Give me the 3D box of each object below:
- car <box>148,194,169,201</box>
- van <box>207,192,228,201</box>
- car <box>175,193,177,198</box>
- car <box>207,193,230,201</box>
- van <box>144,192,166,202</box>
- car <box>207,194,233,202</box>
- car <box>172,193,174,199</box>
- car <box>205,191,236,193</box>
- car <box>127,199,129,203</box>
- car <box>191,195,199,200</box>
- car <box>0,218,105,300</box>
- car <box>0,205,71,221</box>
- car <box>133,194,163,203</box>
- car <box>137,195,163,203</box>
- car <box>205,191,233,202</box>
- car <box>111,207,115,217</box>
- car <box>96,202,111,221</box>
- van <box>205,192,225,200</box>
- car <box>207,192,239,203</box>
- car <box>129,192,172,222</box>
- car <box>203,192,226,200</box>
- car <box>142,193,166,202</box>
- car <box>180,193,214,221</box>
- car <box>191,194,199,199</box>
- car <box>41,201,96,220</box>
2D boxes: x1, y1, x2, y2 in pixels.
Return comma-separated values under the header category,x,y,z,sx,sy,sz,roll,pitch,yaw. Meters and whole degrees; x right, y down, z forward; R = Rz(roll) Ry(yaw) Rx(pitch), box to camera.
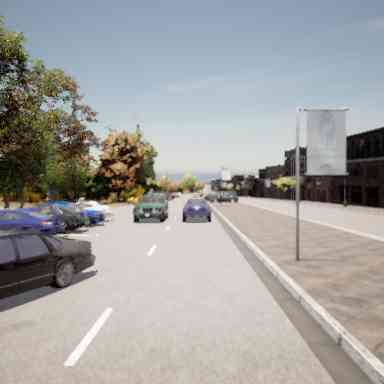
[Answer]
category,x,y,z,sx,sy,sz,roll,pitch,yaw
car,-7.574,1.270,75.221,4.674,1.452,2.002,0,0,1
van,5.593,0.934,72.390,4.442,1.987,1.878,0,0,1
car,-7.433,1.031,89.146,5.566,2.045,2.435,0,0,0
car,5.484,1.024,69.586,4.553,1.767,2.185,0,0,0
van,-7.744,0.985,69.651,4.442,1.987,1.878,0,0,1
car,5.394,1.138,63.980,4.892,1.521,2.231,0,0,1
car,-7.524,1.250,80.793,5.008,1.535,2.097,0,0,0
car,5.314,0.887,58.376,5.566,2.045,2.435,0,0,1
car,-7.786,1.211,52.946,5.008,1.535,2.097,0,0,1
car,0.817,1.331,82.028,1.895,1.301,4.718,0,0,0
car,-4.224,1.493,6.750,2.033,1.411,5.357,1,-1,22
car,-8.183,1.477,14.766,4.674,1.452,2.002,0,0,1
car,-7.740,1.198,58.514,5.008,1.535,2.097,0,0,1
car,-7.709,1.237,61.301,4.674,1.452,2.002,0,0,1
car,5.397,0.892,66.786,5.566,2.045,2.435,0,0,1
car,-8.084,1.418,24.463,4.674,1.452,2.002,0,0,1
car,-8.125,1.397,21.315,5.008,1.535,2.097,0,0,1
van,5.410,0.955,77.998,4.442,1.987,1.878,0,0,0
car,5.322,1.144,55.576,4.892,1.521,2.231,0,0,1
car,-2.994,1.197,25.281,2.150,2.045,5.566,0,0,1
car,5.544,0.949,83.605,5.566,2.045,2.435,0,0,0
car,-7.622,1.078,66.869,4.553,1.767,2.185,0,0,1
car,0.362,1.203,25.812,2.097,1.767,4.553,0,0,1
car,0.899,1.289,92.024,2.033,1.411,5.357,0,0,0
car,-8.147,1.418,18.041,4.892,1.521,2.231,0,0,1
